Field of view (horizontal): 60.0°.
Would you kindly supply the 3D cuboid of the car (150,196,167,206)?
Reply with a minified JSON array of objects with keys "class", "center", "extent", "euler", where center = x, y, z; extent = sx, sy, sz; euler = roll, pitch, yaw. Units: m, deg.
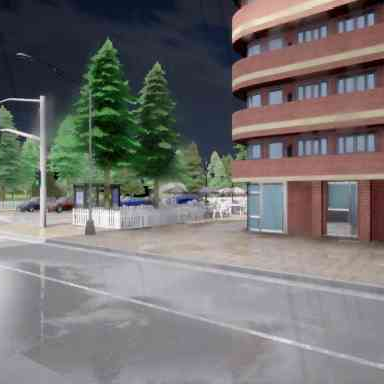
[{"class":"car","center":[-6.673,1.449,51.037],"extent":[1.837,1.490,4.892],"euler":[0,0,41]}]

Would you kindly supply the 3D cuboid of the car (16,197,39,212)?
[{"class":"car","center":[-17.130,1.296,37.251],"extent":[2.097,1.767,4.553],"euler":[0,0,35]}]

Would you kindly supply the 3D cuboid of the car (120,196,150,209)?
[{"class":"car","center":[-8.237,1.422,43.557],"extent":[1.882,1.535,5.008],"euler":[0,0,37]}]

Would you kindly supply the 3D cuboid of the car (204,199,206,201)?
[{"class":"car","center":[0.474,1.508,57.901],"extent":[4.181,1.385,1.994],"euler":[0,0,-37]}]

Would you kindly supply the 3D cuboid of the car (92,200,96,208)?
[{"class":"car","center":[-12.095,1.508,44.222],"extent":[1.994,1.385,4.181],"euler":[0,0,35]}]

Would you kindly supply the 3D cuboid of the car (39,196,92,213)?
[{"class":"car","center":[-13.645,1.296,36.113],"extent":[2.097,1.767,4.553],"euler":[0,0,36]}]

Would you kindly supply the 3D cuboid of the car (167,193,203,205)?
[{"class":"car","center":[-1.415,1.166,51.748],"extent":[5.566,2.045,2.150],"euler":[0,0,-44]}]
